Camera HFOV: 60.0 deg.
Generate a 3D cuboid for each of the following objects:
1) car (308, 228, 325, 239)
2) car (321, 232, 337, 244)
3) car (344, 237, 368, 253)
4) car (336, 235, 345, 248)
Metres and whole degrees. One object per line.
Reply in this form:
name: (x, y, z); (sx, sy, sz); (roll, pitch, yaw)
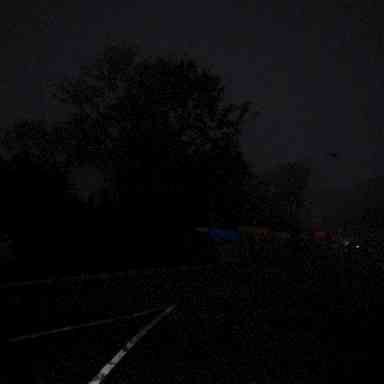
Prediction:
car: (24.730, 8.200, 66.003); (2.150, 2.045, 5.566); (0, -3, 3)
car: (23.882, 7.962, 56.274); (1.812, 1.442, 4.674); (0, -5, 5)
car: (18.299, 5.955, 36.908); (1.994, 1.385, 4.181); (-1, -7, 24)
car: (21.714, 7.018, 46.248); (1.812, 1.442, 4.674); (0, -6, 16)
